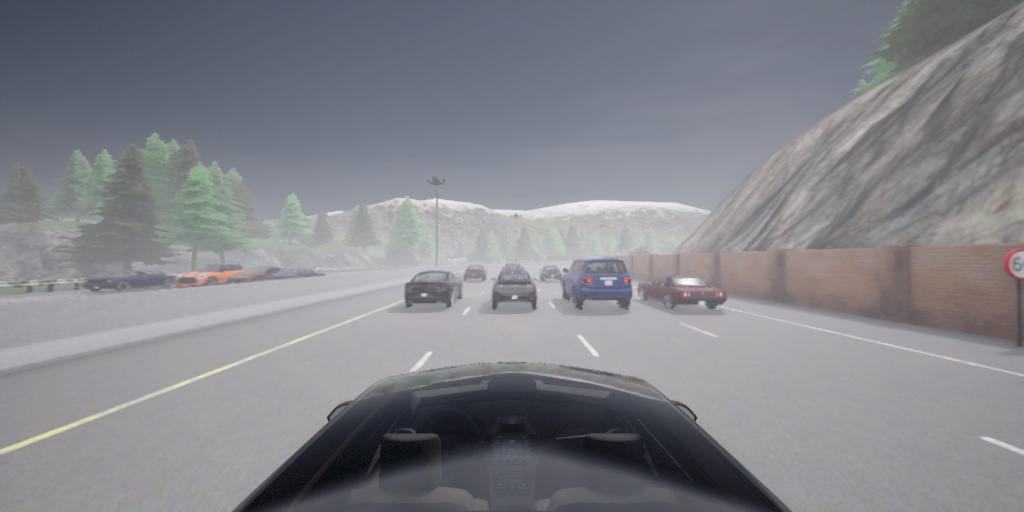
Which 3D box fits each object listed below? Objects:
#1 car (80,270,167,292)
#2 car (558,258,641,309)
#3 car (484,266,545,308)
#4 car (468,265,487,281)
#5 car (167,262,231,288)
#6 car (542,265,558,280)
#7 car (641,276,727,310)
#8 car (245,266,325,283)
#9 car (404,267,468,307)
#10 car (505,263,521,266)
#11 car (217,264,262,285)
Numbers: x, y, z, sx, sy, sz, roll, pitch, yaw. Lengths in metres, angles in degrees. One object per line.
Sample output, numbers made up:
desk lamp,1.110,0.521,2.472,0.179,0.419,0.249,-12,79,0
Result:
car,-24.603,1.569,23.429,1.895,1.301,4.718,0,-1,0
car,3.596,1.117,16.025,2.150,2.045,5.566,0,0,0
car,0.097,1.386,15.992,2.128,1.511,4.902,0,-1,0
car,-3.405,1.559,34.507,1.882,1.535,5.008,0,-1,0
car,-21.094,1.341,25.436,2.097,1.767,4.553,0,-1,0
car,3.594,1.602,33.999,1.812,1.442,4.674,0,-1,0
car,7.096,1.492,15.610,1.895,1.301,4.718,0,-1,0
car,-14.106,1.514,23.210,2.033,1.411,5.357,0,-1,0
car,-3.404,1.375,16.352,1.882,1.535,5.008,0,-1,0
car,0.093,1.415,32.650,2.097,1.767,4.553,0,-1,0
car,-17.597,1.465,25.235,1.882,1.535,5.008,0,-1,0
